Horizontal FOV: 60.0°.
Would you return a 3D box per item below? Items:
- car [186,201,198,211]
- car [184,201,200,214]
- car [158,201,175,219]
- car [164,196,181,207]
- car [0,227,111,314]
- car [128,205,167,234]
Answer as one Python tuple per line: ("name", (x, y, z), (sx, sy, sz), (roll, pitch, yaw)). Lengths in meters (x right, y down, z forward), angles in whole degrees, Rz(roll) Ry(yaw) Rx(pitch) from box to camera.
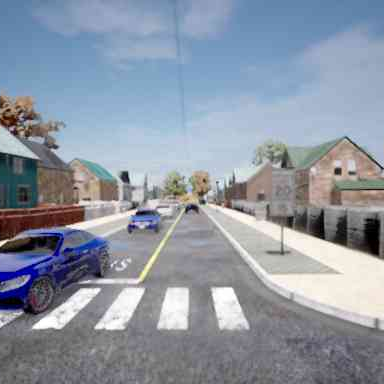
("car", (-0.054, 2.218, 54.797), (1.882, 1.535, 5.008), (0, -1, 0))
("car", (0.006, 2.072, 44.551), (1.837, 1.490, 4.892), (0, -1, 0))
("car", (-2.872, 1.935, 33.768), (1.812, 1.442, 4.674), (0, -1, 0))
("car", (-2.800, 1.531, 48.935), (2.150, 2.045, 5.566), (0, -1, 0))
("car", (-3.483, 1.613, 7.980), (1.812, 1.442, 4.674), (-1, -1, 9))
("car", (-2.871, 1.766, 21.310), (1.812, 1.442, 4.674), (0, -1, 0))
